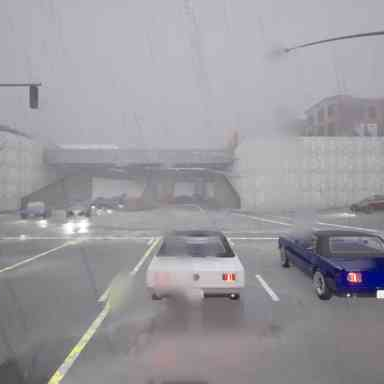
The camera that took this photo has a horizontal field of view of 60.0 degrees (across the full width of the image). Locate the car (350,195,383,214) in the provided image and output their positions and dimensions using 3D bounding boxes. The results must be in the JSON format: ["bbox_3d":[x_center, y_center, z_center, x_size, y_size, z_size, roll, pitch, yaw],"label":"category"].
[{"bbox_3d":[15.822,0.973,28.456,4.181,1.385,1.994,-7,0,0],"label":"car"}]

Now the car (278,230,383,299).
[{"bbox_3d":[3.584,1.601,8.360,1.895,1.301,4.718,0,0,0],"label":"car"}]

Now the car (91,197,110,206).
[{"bbox_3d":[-15.013,1.526,54.858,1.812,1.442,4.674,0,0,-1],"label":"car"}]

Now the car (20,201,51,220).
[{"bbox_3d":[-13.152,1.526,28.196,1.812,1.442,4.674,0,0,-16],"label":"car"}]

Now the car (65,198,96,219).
[{"bbox_3d":[-9.948,1.491,29.359,2.128,1.511,4.902,0,0,-14],"label":"car"}]

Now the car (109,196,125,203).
[{"bbox_3d":[-15.243,1.547,67.967,2.033,1.411,5.357,0,0,-1],"label":"car"}]

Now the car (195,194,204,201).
[{"bbox_3d":[1.433,1.355,85.463,2.097,1.767,4.553,0,0,28],"label":"car"}]

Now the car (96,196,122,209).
[{"bbox_3d":[-11.272,1.547,44.575,2.033,1.411,5.357,0,0,-1],"label":"car"}]

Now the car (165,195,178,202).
[{"bbox_3d":[-4.725,1.355,75.563,2.097,1.767,4.553,0,0,6],"label":"car"}]

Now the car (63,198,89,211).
[{"bbox_3d":[-14.718,1.526,42.588,1.812,1.442,4.674,0,0,-2],"label":"car"}]

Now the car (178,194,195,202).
[{"bbox_3d":[-1.224,1.525,75.459,2.128,1.511,4.902,0,0,6],"label":"car"}]

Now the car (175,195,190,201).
[{"bbox_3d":[-2.368,1.478,85.429,1.882,1.535,5.008,0,0,24],"label":"car"}]

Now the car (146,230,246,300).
[{"bbox_3d":[0.084,1.601,8.351,1.895,1.301,4.718,0,0,0],"label":"car"}]

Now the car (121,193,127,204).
[{"bbox_3d":[-11.614,1.222,59.340,2.150,2.045,5.566,0,0,-2],"label":"car"}]
